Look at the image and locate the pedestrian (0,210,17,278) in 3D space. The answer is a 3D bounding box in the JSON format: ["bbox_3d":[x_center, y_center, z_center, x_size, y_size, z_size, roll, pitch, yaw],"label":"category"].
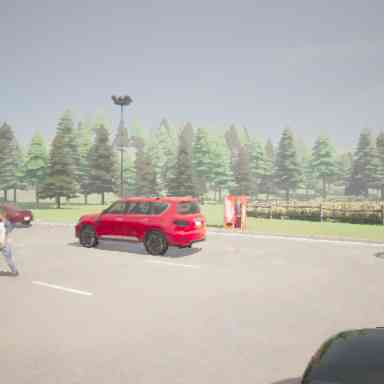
[{"bbox_3d":[-4.828,1.294,8.508,0.375,1.860,0.375,0,0,29],"label":"pedestrian"}]

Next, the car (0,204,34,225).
[{"bbox_3d":[-12.643,1.526,22.098,4.674,1.442,1.812,0,0,22],"label":"car"}]

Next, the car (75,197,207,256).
[{"bbox_3d":[-2.102,1.223,13.231,5.566,2.045,2.150,0,0,30],"label":"car"}]

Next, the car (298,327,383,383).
[{"bbox_3d":[2.722,1.564,1.920,4.181,1.385,1.994,0,0,35],"label":"car"}]

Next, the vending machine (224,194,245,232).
[{"bbox_3d":[2.499,1.195,19.379,0.880,2.100,1.100,0,0,30],"label":"vending machine"}]
